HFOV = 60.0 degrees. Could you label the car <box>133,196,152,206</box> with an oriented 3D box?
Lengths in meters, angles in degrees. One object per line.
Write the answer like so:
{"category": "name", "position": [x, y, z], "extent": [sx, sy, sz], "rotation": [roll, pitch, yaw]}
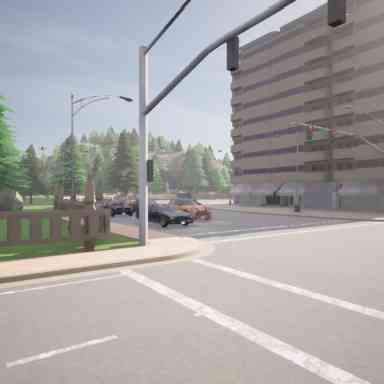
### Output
{"category": "car", "position": [-8.082, 1.447, 54.677], "extent": [1.837, 1.490, 4.892], "rotation": [0, 1, 7]}

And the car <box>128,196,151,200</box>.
{"category": "car", "position": [-4.855, 1.422, 34.380], "extent": [1.882, 1.535, 5.008], "rotation": [0, 0, -22]}

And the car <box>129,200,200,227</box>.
{"category": "car", "position": [-2.023, 1.492, 22.453], "extent": [2.033, 1.411, 5.357], "rotation": [0, 0, -34]}

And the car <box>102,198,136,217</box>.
{"category": "car", "position": [-6.910, 1.545, 30.707], "extent": [1.895, 1.301, 4.718], "rotation": [0, 0, -27]}

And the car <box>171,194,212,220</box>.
{"category": "car", "position": [-0.378, 1.297, 26.457], "extent": [2.097, 1.767, 4.553], "rotation": [0, 0, -32]}
